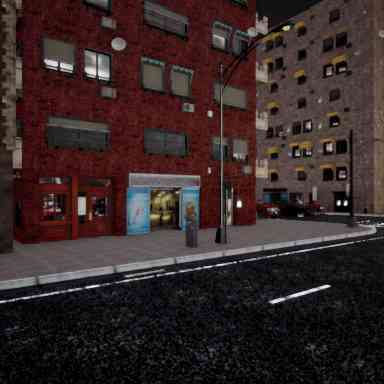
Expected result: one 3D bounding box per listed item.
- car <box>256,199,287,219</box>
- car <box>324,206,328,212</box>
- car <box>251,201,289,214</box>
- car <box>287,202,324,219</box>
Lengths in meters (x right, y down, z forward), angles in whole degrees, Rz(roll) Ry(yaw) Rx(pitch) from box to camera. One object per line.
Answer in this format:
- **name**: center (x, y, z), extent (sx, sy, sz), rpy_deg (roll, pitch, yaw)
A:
- **car**: center (6.086, 1.588, 32.003), extent (2.192, 1.841, 5.009), rpy_deg (-1, 0, -37)
- **car**: center (13.016, 1.847, 37.182), extent (1.802, 1.307, 4.206), rpy_deg (-1, 0, -37)
- **car**: center (9.663, 1.902, 41.627), extent (1.947, 1.339, 4.313), rpy_deg (-1, 0, -37)
- **car**: center (9.615, 1.720, 31.874), extent (1.882, 1.535, 5.008), rpy_deg (0, -1, -37)
